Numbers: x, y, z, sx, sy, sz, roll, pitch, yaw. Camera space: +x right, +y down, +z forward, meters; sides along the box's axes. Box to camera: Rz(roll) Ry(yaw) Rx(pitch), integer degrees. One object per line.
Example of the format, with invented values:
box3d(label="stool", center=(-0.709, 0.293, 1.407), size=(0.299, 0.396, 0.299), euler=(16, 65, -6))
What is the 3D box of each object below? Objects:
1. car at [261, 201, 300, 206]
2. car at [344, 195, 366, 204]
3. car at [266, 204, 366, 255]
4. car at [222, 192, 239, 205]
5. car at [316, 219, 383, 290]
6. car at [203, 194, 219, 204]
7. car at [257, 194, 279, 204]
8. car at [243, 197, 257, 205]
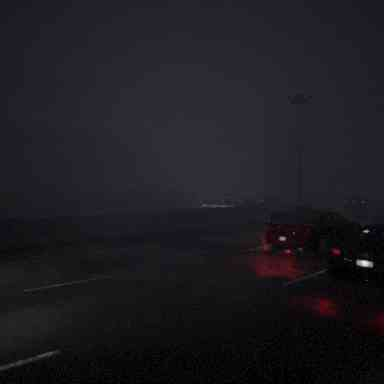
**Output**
box3d(label="car", center=(6.076, 1.435, 19.234), size=(1.812, 1.442, 4.674), euler=(0, 0, 43))
box3d(label="car", center=(18.197, 1.130, 37.115), size=(2.097, 1.767, 4.553), euler=(0, 0, 27))
box3d(label="car", center=(4.861, 1.412, 12.963), size=(5.008, 1.535, 1.882), euler=(-1, 0, -43))
box3d(label="car", center=(6.456, 1.041, 55.044), size=(2.150, 2.045, 5.566), euler=(0, 0, 16))
box3d(label="car", center=(5.224, 1.506, 8.535), size=(4.181, 1.385, 1.994), euler=(-1, 0, -42))
box3d(label="car", center=(3.317, 1.191, 56.971), size=(2.097, 1.767, 4.553), euler=(0, 0, 15))
box3d(label="car", center=(11.123, 1.154, 47.399), size=(2.097, 1.767, 4.553), euler=(0, 0, 21))
box3d(label="car", center=(9.314, 1.405, 52.488), size=(1.895, 1.301, 4.718), euler=(0, 0, 18))
